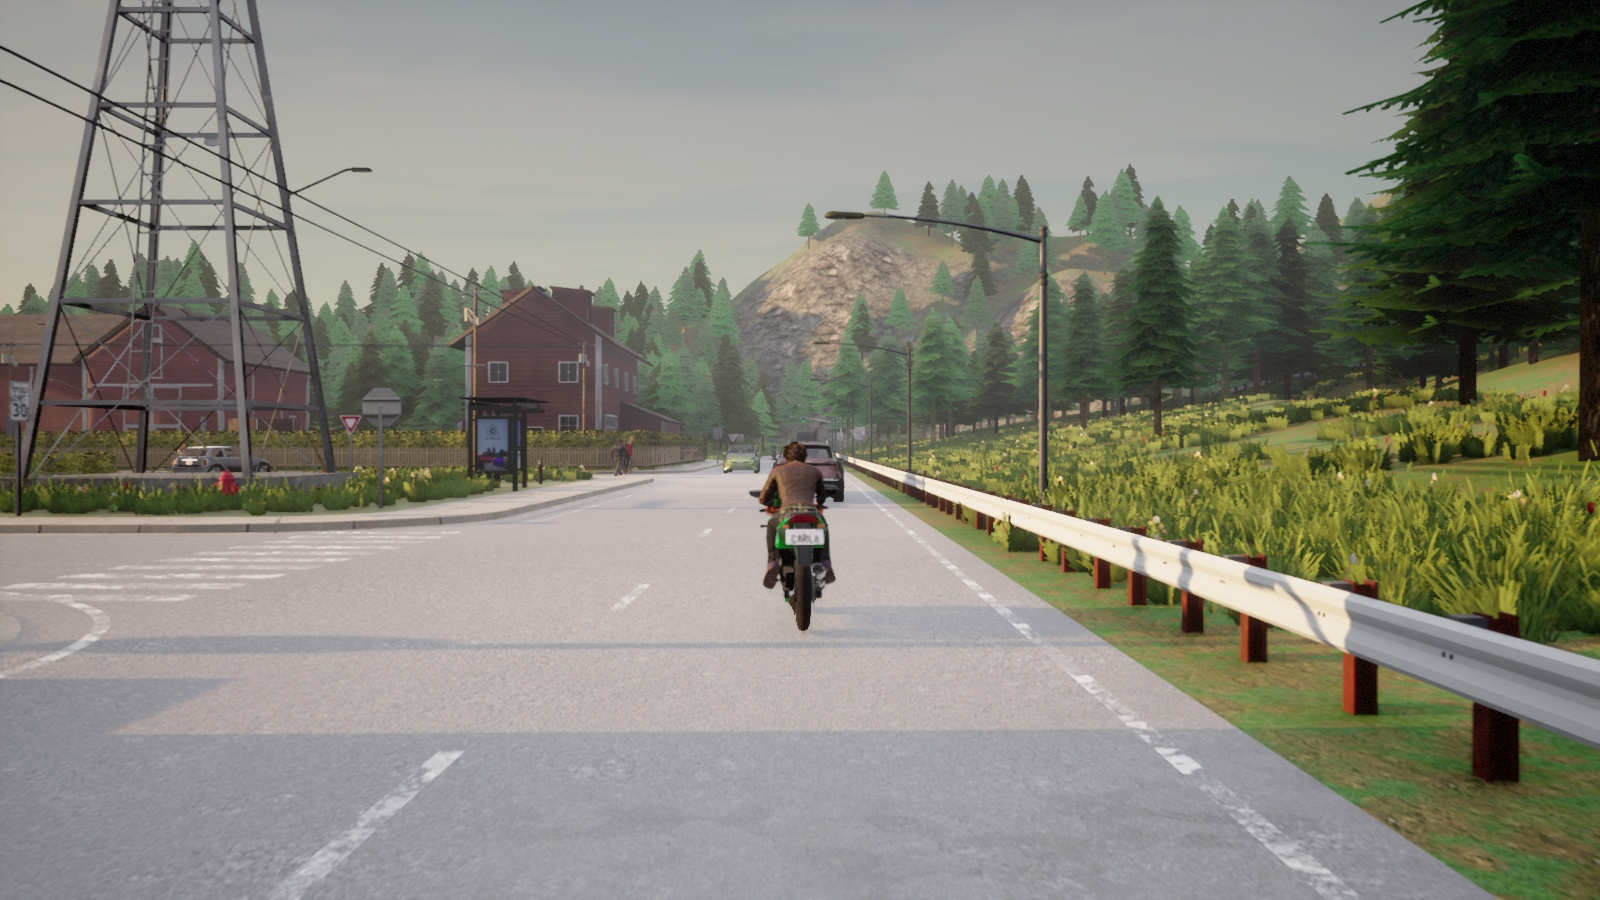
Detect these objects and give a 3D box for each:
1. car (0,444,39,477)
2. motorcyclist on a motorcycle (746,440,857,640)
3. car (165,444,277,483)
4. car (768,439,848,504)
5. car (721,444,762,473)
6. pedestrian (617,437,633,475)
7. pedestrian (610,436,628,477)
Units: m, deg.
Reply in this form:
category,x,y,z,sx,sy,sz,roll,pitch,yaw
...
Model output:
category,x,y,z,sx,sy,sz,roll,pitch,yaw
car,-38.109,0.489,57.860,4.792,1.488,2.163,0,0,0
motorcyclist on a motorcycle,-0.028,0.687,10.672,0.797,1.523,2.044,-1,0,-4
car,-22.674,0.500,49.292,1.970,1.475,3.806,0,0,16
car,0.213,0.541,34.597,2.033,1.649,4.856,0,0,0
car,-3.108,0.426,67.731,2.007,1.525,4.514,0,0,0
pedestrian,-8.618,0.283,61.840,0.634,1.844,0.899,0,0,1
pedestrian,-8.257,0.301,57.337,0.563,1.883,0.849,0,0,14
